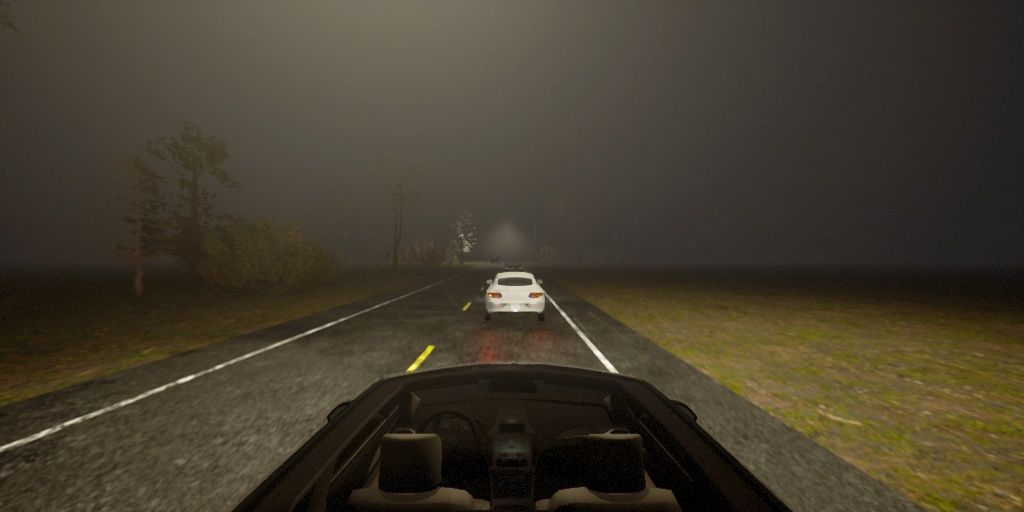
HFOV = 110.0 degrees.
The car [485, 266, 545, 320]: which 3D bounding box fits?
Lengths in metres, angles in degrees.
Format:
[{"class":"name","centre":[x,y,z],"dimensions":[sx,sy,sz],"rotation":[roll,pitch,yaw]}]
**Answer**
[{"class":"car","centre":[0.096,1.250,12.319],"dimensions":[1.812,1.442,4.674],"rotation":[0,0,0]}]

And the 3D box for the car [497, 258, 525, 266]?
[{"class":"car","centre":[0.092,1.170,30.355],"dimensions":[2.128,1.511,4.902],"rotation":[0,0,0]}]
